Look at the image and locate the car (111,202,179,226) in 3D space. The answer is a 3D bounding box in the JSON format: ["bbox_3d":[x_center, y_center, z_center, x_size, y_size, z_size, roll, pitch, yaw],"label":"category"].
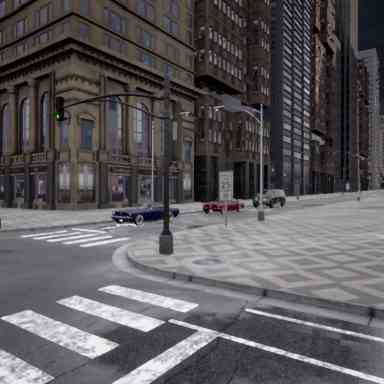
[{"bbox_3d":[-2.943,1.351,21.606,1.895,1.301,4.718,0,1,36],"label":"car"}]

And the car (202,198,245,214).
[{"bbox_3d":[2.859,1.218,29.740,1.895,1.301,4.718,0,1,35],"label":"car"}]

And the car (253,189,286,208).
[{"bbox_3d":[8.998,0.697,38.346,2.150,2.045,5.566,0,1,36],"label":"car"}]
